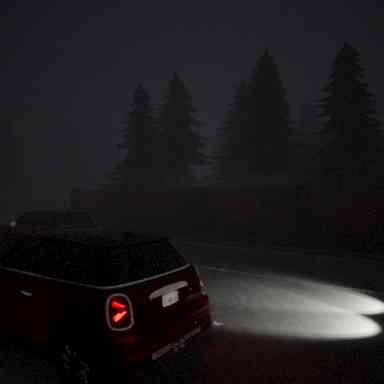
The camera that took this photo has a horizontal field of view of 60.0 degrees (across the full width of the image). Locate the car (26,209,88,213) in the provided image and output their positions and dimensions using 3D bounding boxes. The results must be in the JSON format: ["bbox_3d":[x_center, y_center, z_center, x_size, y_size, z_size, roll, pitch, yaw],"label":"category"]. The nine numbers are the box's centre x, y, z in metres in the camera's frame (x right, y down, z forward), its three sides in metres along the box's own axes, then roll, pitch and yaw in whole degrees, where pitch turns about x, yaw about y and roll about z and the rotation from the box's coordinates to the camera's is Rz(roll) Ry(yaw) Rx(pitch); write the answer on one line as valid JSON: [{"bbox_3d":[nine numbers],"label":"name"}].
[{"bbox_3d":[-5.326,1.406,12.088,4.553,1.767,2.097,0,0,35],"label":"car"}]

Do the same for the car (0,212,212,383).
[{"bbox_3d":[-2.001,1.373,5.417,4.553,1.767,2.097,0,0,36],"label":"car"}]
